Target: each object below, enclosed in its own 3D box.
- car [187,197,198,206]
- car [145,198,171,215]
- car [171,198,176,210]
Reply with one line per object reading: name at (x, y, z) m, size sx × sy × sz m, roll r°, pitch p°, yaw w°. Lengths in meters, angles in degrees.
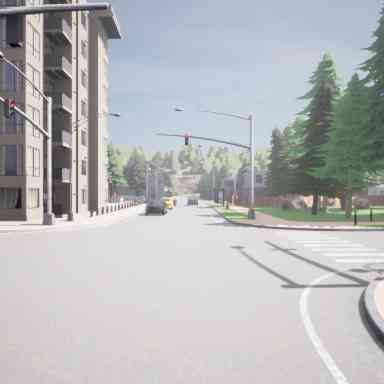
car at (0.140, 1.547, 55.665) m, size 2.033 × 1.411 × 5.357 m, roll 0°, pitch 0°, yaw 0°
car at (-3.517, 1.478, 33.480) m, size 1.882 × 1.535 × 5.008 m, roll 0°, pitch 0°, yaw 0°
car at (-3.483, 1.478, 43.441) m, size 1.882 × 1.535 × 5.008 m, roll 0°, pitch 0°, yaw 0°
